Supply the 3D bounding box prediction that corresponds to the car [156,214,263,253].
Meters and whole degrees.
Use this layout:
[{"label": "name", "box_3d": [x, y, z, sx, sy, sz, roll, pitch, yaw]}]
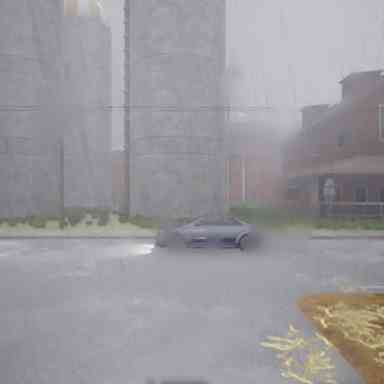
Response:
[{"label": "car", "box_3d": [0.674, 1.571, 13.218, 4.181, 1.385, 1.994, 0, 0, 0]}]
